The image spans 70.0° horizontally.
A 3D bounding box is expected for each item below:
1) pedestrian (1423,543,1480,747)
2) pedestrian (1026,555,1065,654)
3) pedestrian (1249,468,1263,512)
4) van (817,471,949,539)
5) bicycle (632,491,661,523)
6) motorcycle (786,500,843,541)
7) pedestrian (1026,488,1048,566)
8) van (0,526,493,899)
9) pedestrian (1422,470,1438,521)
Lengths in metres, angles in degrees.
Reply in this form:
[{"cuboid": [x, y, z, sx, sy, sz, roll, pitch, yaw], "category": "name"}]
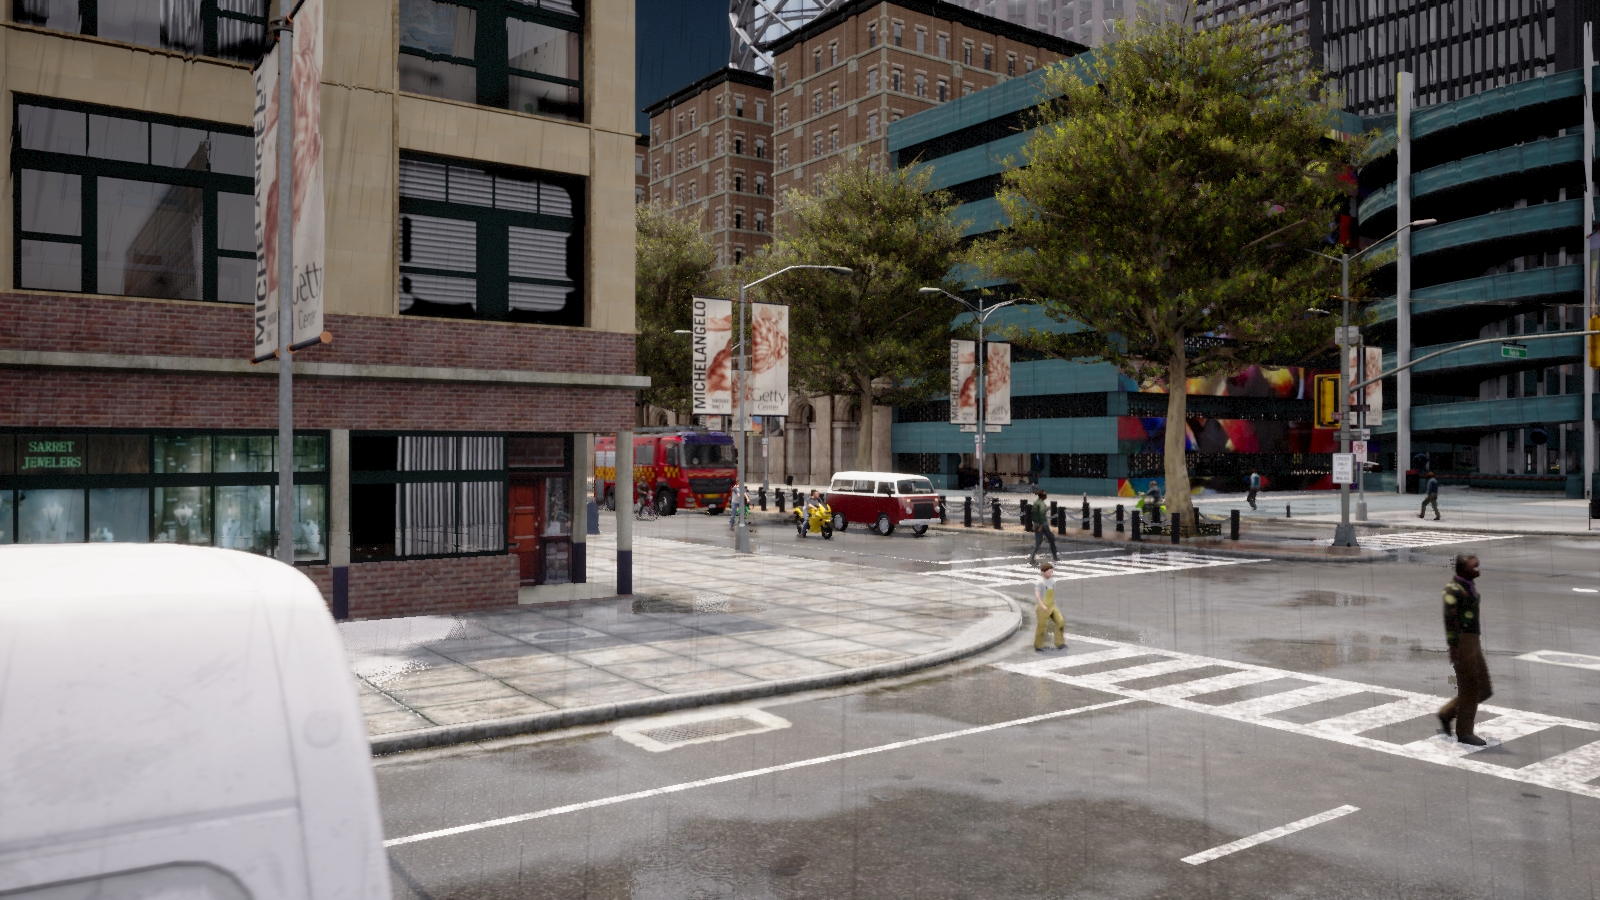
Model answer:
[{"cuboid": [6.233, 1.843, 10.928, 0.375, 1.860, 0.375, 0, 0, -41], "category": "pedestrian"}, {"cuboid": [3.390, 2.124, 15.787, 0.375, 1.300, 0.375, 0, 0, -31], "category": "pedestrian"}, {"cuboid": [19.422, 1.681, 48.675, 0.375, 1.860, 0.375, 0, 0, -24], "category": "pedestrian"}, {"cuboid": [2.714, 1.773, 38.445, 2.069, 2.038, 4.480, 0, 0, -35], "category": "van"}, {"cuboid": [-6.009, 2.202, 44.720, 0.329, 1.171, 1.835, 0, 0, -35], "category": "bicycle"}, {"cuboid": [0.444, 2.205, 35.973, 0.803, 1.145, 2.033, 0, 0, -33], "category": "motorcycle"}, {"cuboid": [5.685, 1.840, 27.424, 0.375, 1.860, 0.375, 0, 0, -26], "category": "pedestrian"}, {"cuboid": [-3.577, 1.534, 1.293, 5.915, 2.561, 1.988, 0, 0, -35], "category": "van"}, {"cuboid": [23.235, 1.679, 42.126, 0.375, 1.860, 0.375, 0, 0, -23], "category": "pedestrian"}]
